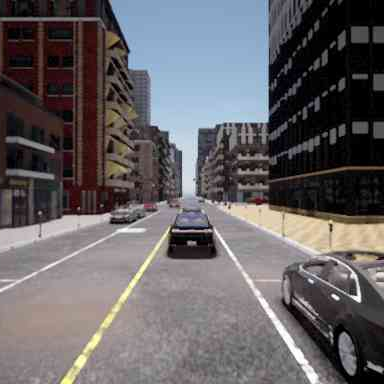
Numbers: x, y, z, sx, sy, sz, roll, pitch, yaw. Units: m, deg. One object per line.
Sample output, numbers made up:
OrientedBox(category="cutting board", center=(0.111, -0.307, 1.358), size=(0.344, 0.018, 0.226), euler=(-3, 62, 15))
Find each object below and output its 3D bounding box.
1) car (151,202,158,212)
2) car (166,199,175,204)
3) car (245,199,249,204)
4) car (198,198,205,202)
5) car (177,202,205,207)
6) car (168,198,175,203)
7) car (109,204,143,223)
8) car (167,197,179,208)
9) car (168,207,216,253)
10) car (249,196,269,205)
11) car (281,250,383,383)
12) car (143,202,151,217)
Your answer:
OrientedBox(category="car", center=(-5.756, 2.038, 46.439), size=(1.802, 1.307, 4.206), euler=(0, -1, 0))
OrientedBox(category="car", center=(-5.718, 2.457, 88.460), size=(1.947, 1.339, 4.313), euler=(0, -1, 0))
OrientedBox(category="car", center=(14.536, 1.755, 74.788), size=(5.009, 1.841, 2.192), euler=(-1, 1, -1))
OrientedBox(category="car", center=(2.660, 2.392, 94.148), size=(1.967, 1.590, 4.097), euler=(0, -1, 0))
OrientedBox(category="car", center=(-0.003, 1.850, 29.272), size=(1.994, 1.385, 4.181), euler=(0, -1, 0))
OrientedBox(category="car", center=(-5.720, 2.475, 93.973), size=(1.752, 1.417, 4.829), euler=(0, -1, 0))
OrientedBox(category="car", center=(-5.701, 1.822, 27.874), size=(2.008, 1.369, 4.403), euler=(0, -1, 0))
OrientedBox(category="car", center=(-3.022, 2.103, 58.360), size=(1.812, 1.442, 4.674), euler=(0, -1, 0))
OrientedBox(category="car", center=(0.001, 1.631, 14.298), size=(2.128, 1.511, 4.902), euler=(0, 0, 0))
OrientedBox(category="car", center=(14.673, 1.686, 66.411), size=(5.009, 1.841, 2.192), euler=(-1, 1, -1))
OrientedBox(category="car", center=(2.687, 1.602, 5.284), size=(2.008, 1.369, 4.403), euler=(0, -1, 0))
OrientedBox(category="car", center=(-5.702, 1.878, 33.522), size=(2.008, 1.369, 4.403), euler=(0, -1, 0))
